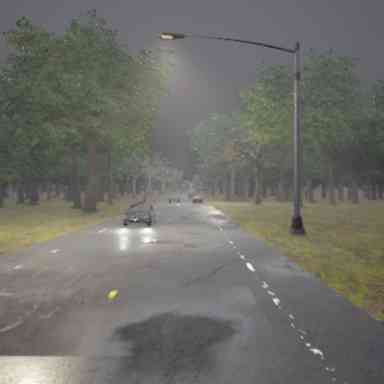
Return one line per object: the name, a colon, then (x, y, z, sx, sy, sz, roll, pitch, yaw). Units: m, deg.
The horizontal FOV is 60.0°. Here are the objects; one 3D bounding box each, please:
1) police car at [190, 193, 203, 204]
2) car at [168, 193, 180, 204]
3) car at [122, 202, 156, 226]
police car: (1.055, 1.436, 62.225, 1.930, 1.638, 5.238, 0, 0, 0)
car: (-3.499, 1.222, 65.915, 2.150, 2.045, 5.566, 0, 0, 0)
car: (-3.596, 1.526, 23.405, 1.837, 1.490, 4.892, 0, 0, 0)
